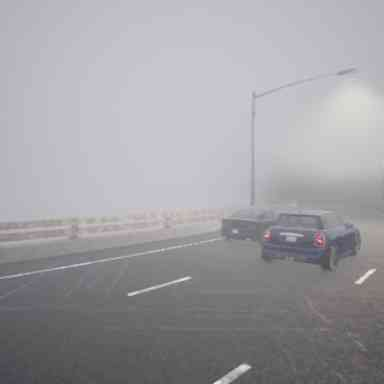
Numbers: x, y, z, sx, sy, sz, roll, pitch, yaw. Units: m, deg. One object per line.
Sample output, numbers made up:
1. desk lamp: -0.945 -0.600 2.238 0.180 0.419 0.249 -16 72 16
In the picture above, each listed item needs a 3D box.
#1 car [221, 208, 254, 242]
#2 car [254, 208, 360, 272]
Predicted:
1. car: 3.297 1.522 15.918 1.882 1.535 5.008 0 0 37
2. car: 4.200 1.396 11.340 2.097 1.767 4.553 0 0 38
